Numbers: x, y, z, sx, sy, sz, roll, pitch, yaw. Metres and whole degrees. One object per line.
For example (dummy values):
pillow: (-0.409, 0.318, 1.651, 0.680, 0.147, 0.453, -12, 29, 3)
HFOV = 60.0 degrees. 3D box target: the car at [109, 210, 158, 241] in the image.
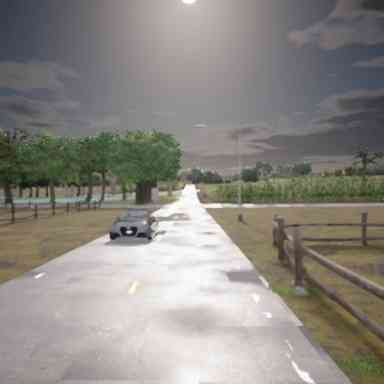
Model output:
car: (-2.845, 1.617, 16.970, 1.994, 1.385, 4.181, 0, 0, 0)

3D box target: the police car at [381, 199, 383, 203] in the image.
police car: (39.159, 1.471, 63.931, 4.974, 1.542, 2.038, -1, 2, 0)
